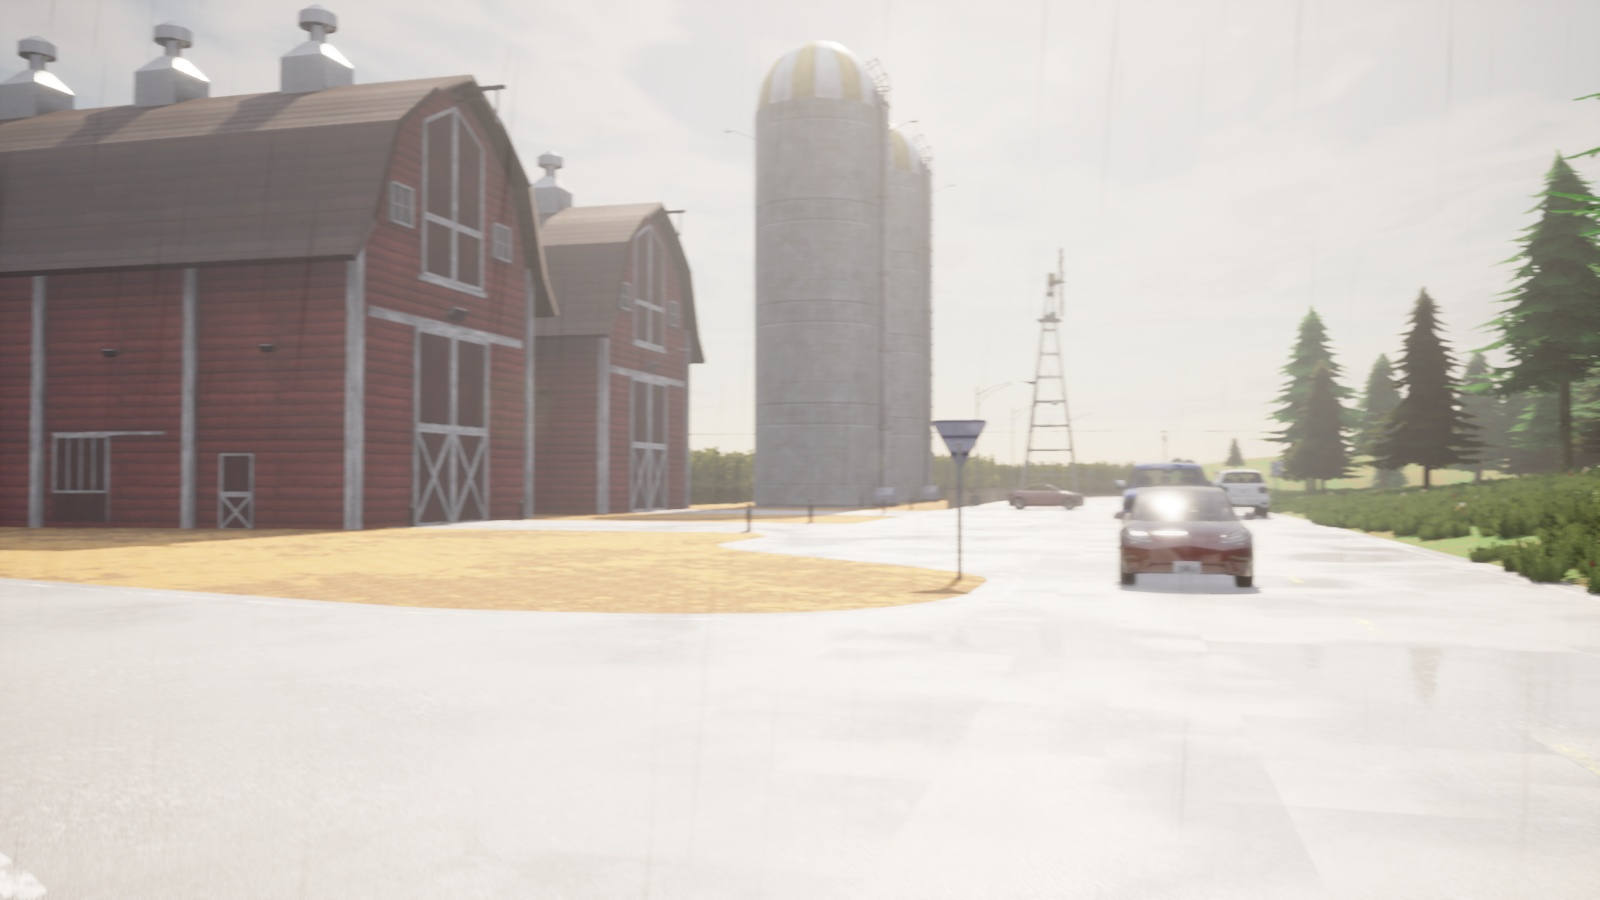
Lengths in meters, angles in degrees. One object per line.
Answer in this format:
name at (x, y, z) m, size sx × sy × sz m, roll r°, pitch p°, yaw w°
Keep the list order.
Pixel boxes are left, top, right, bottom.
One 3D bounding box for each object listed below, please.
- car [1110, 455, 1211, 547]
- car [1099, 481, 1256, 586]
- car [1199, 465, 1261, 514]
car at (8.792, 1.208, 30.895) m, size 2.150 × 2.045 × 5.566 m, roll -1°, pitch -1°, yaw 15°
car at (6.067, 1.266, 20.547) m, size 2.163 × 1.488 × 4.792 m, roll -1°, pitch -1°, yaw 15°
car at (18.811, 1.703, 55.171) m, size 2.150 × 2.045 × 5.566 m, roll -1°, pitch -1°, yaw 15°
